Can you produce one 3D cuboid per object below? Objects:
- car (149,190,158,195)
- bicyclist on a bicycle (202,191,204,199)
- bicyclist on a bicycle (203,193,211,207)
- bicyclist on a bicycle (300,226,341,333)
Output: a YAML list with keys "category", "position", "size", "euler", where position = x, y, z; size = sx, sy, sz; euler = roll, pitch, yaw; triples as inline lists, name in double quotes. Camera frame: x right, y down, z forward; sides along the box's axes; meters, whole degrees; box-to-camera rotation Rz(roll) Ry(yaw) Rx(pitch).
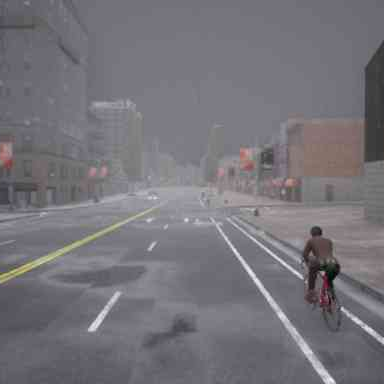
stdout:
- category: "car"
  position: [-9.764, 0.115, 84.494]
  size: [1.994, 1.385, 4.181]
  euler: [0, 1, 0]
- category: "bicyclist on a bicycle"
  position: [2.240, 0.762, 66.501]
  size: [0.659, 1.776, 1.843]
  euler: [0, 2, 0]
- category: "bicyclist on a bicycle"
  position: [2.254, 1.225, 45.569]
  size: [0.866, 1.612, 1.509]
  euler: [0, 1, 0]
- category: "bicyclist on a bicycle"
  position: [2.246, 1.445, 5.851]
  size: [0.582, 1.620, 1.656]
  euler: [0, 0, 0]
